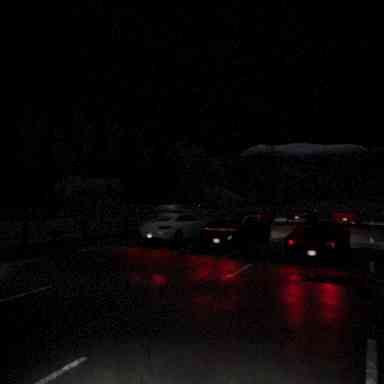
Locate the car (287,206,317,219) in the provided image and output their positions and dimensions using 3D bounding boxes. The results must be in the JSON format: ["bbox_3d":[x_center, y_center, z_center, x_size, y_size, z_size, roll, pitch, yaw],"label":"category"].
[{"bbox_3d":[9.588,1.953,28.821,1.882,1.535,5.008,0,-1,29],"label":"car"}]

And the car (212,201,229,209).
[{"bbox_3d":[6.530,3.015,67.495,2.128,1.511,4.902,0,-2,29],"label":"car"}]

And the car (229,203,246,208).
[{"bbox_3d":[9.690,2.990,65.999,2.128,1.511,4.902,0,-2,29],"label":"car"}]

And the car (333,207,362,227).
[{"bbox_3d":[12.659,1.929,27.141,1.882,1.535,5.008,0,-1,29],"label":"car"}]

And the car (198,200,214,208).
[{"bbox_3d":[3.337,2.747,68.940,2.150,2.045,5.566,0,-2,28],"label":"car"}]

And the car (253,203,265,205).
[{"bbox_3d":[12.829,2.823,64.454,2.097,1.767,4.553,0,-2,29],"label":"car"}]

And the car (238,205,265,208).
[{"bbox_3d":[6.014,2.079,29.579,1.895,1.301,4.718,0,-1,29],"label":"car"}]

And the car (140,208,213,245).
[{"bbox_3d":[-0.789,1.752,16.939,1.812,1.442,4.674,0,-1,29],"label":"car"}]

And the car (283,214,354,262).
[{"bbox_3d":[5.053,1.771,13.033,1.895,1.301,4.718,0,-1,29],"label":"car"}]

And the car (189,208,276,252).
[{"bbox_3d":[2.103,1.690,14.935,2.128,1.511,4.902,0,-1,29],"label":"car"}]

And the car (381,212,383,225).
[{"bbox_3d":[15.390,1.920,24.842,1.837,1.490,4.892,0,-1,29],"label":"car"}]
